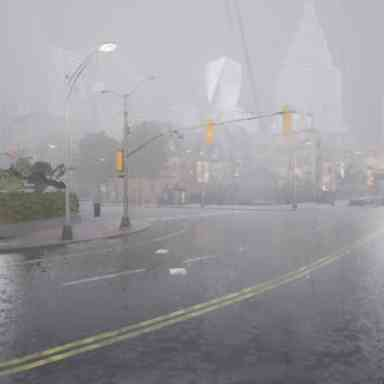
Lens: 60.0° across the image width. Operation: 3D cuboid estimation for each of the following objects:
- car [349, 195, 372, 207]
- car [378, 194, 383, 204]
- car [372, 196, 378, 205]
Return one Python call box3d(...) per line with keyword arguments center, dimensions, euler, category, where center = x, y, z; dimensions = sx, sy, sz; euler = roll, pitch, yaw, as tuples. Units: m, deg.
box3d(center=(25.891, 1.482, 51.706), dimensions=(2.097, 1.535, 5.008), euler=(0, 0, 38), category="car")
box3d(center=(36.384, 1.471, 65.335), dimensions=(4.892, 1.521, 2.231), euler=(0, 0, -42), category="car")
box3d(center=(29.731, 1.353, 56.859), dimensions=(2.185, 1.767, 4.553), euler=(0, 0, 38), category="car")
